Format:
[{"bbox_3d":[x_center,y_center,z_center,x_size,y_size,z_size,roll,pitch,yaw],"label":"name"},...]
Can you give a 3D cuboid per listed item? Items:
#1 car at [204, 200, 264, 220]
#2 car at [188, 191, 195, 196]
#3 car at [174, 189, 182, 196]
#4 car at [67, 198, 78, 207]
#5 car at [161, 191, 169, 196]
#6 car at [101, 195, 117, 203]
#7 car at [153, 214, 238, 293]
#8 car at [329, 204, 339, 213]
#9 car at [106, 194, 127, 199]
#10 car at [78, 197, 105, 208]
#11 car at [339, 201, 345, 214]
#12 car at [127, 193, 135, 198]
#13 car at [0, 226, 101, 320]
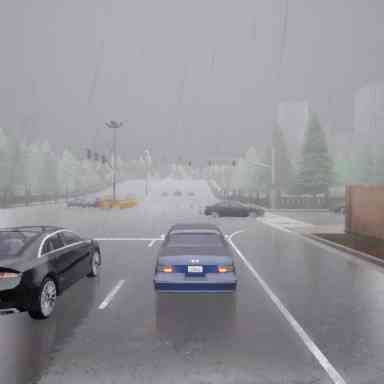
[{"bbox_3d":[3.473,1.477,27.875,5.008,1.535,1.882,0,0,9],"label":"car"},{"bbox_3d":[-0.235,0.302,89.536,1.895,1.301,4.718,0,7,0],"label":"car"},{"bbox_3d":[-3.735,0.063,89.512,2.097,1.767,4.553,0,7,0],"label":"car"},{"bbox_3d":[-17.637,1.601,51.371,1.895,1.301,4.718,0,0,0],"label":"car"},{"bbox_3d":[-7.235,0.297,89.546,1.895,1.301,4.718,0,7,0],"label":"car"},{"bbox_3d":[-17.615,1.424,70.511,2.128,1.511,4.902,0,1,0],"label":"car"},{"bbox_3d":[0.071,1.547,8.982,2.033,1.411,5.357,0,0,0],"label":"car"},{"bbox_3d":[16.845,1.505,34.721,4.892,1.490,1.837,0,0,0],"label":"car"},{"bbox_3d":[-14.123,1.478,62.359,1.882,1.535,5.008,0,0,0],"label":"car"},{"bbox_3d":[-14.085,1.526,46.939,1.812,1.442,4.674,0,0,-2],"label":"car"},{"bbox_3d":[16.551,1.564,31.220,4.181,1.385,1.994,0,0,0],"label":"car"},{"bbox_3d":[-14.144,1.098,75.012,2.097,1.767,4.553,0,2,0],"label":"car"},{"bbox_3d":[-3.437,1.492,7.308,2.128,1.511,4.902,0,0,0],"label":"car"}]
